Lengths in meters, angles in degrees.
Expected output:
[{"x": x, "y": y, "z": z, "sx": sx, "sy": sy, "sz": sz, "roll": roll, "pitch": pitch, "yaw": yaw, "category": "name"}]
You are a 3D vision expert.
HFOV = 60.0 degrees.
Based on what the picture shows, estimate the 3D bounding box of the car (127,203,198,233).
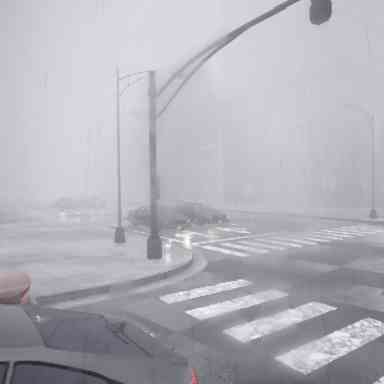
[{"x": -2.133, "y": 1.482, "z": 19.924, "sx": 2.033, "sy": 1.411, "sz": 5.357, "roll": -1, "pitch": 1, "yaw": -33, "category": "car"}]

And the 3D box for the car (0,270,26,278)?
[{"x": -4.196, "y": 1.545, "z": 3.665, "sx": 4.507, "sy": 1.381, "sz": 1.887, "roll": 0, "pitch": -1, "yaw": -36, "category": "car"}]

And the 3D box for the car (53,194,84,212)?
[{"x": -13.714, "y": 1.278, "z": 36.130, "sx": 1.837, "sy": 1.490, "sz": 4.892, "roll": -1, "pitch": 1, "yaw": -35, "category": "car"}]

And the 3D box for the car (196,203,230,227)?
[{"x": 0.167, "y": 1.431, "z": 22.270, "sx": 2.033, "sy": 1.411, "sz": 5.357, "roll": -1, "pitch": 1, "yaw": -36, "category": "car"}]

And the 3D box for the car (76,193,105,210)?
[{"x": -11.820, "y": 1.209, "z": 39.074, "sx": 2.128, "sy": 1.511, "sz": 4.902, "roll": -1, "pitch": 1, "yaw": -35, "category": "car"}]

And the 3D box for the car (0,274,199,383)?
[{"x": -1.917, "y": 1.564, "z": 1.983, "sx": 4.181, "sy": 1.385, "sz": 1.994, "roll": 0, "pitch": 0, "yaw": -36, "category": "car"}]
